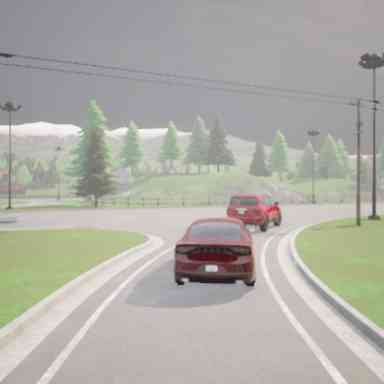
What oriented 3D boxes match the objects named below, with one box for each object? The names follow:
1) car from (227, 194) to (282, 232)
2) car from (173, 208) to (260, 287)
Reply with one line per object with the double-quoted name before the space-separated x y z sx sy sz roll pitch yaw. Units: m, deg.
"car" 3.812 1.146 19.961 2.150 2.045 5.566 0 0 27
"car" 0.749 1.442 9.351 1.882 1.535 5.008 0 0 8
